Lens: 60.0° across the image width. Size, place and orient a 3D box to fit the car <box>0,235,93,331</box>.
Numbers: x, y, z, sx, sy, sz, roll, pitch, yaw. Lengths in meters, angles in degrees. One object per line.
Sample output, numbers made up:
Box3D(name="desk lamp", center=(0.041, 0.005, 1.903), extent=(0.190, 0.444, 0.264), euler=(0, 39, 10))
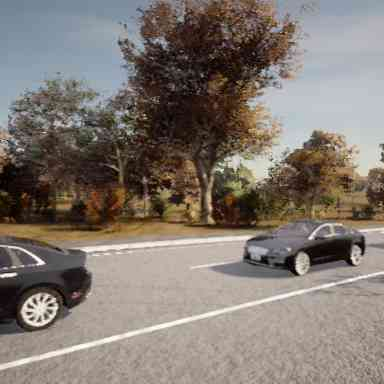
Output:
Box3D(name="car", center=(-4.116, 1.505, 5.344), extent=(4.892, 1.490, 1.837), euler=(1, -1, -35))

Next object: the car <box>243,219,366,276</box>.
Box3D(name="car", center=(3.839, 1.683, 11.018), extent=(4.902, 1.511, 2.128), euler=(2, -1, -35))
